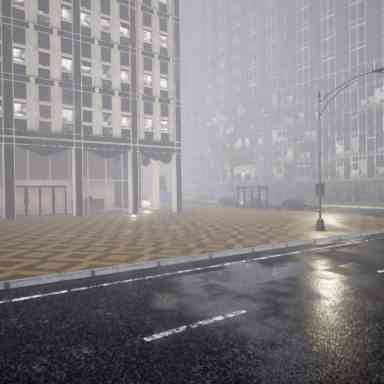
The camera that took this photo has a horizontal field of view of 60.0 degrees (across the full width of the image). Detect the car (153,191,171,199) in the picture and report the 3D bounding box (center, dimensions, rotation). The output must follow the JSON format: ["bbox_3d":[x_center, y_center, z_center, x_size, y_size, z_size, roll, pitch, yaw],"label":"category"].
[{"bbox_3d":[-7.055,0.612,78.197,2.192,1.841,5.009,0,1,-34],"label":"car"}]

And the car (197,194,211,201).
[{"bbox_3d":[2.600,1.041,64.145,1.802,1.307,4.206,-1,1,-34],"label":"car"}]

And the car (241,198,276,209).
[{"bbox_3d":[8.471,1.386,40.602,1.802,1.307,4.206,-1,1,-34],"label":"car"}]

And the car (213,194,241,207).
[{"bbox_3d":[5.301,1.317,45.319,1.947,1.339,4.313,-1,1,-34],"label":"car"}]

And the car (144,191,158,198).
[{"bbox_3d":[-10.273,0.683,82.883,1.967,1.590,4.097,0,1,-34],"label":"car"}]

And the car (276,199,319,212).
[{"bbox_3d":[11.675,1.422,35.905,1.947,1.339,4.313,-1,1,-34],"label":"car"}]

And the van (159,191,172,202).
[{"bbox_3d":[-4.308,0.935,59.399,1.690,1.788,3.998,0,1,-34],"label":"van"}]

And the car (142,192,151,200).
[{"bbox_3d":[-10.744,1.037,68.771,2.008,1.369,4.403,0,1,-34],"label":"car"}]

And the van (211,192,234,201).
[{"bbox_3d":[5.817,0.853,59.457,1.690,1.788,3.998,-1,1,-34],"label":"van"}]
